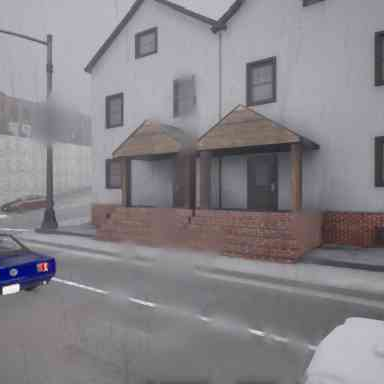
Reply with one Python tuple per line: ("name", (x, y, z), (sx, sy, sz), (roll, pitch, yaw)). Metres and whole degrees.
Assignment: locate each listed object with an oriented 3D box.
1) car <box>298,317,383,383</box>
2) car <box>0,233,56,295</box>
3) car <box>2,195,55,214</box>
("car", (3.019, 1.600, 1.827), (4.718, 1.301, 1.895), (0, 0, 36))
("car", (-5.306, 1.604, 7.767), (4.718, 1.301, 1.895), (0, 0, 36))
("car", (-14.329, 0.981, 29.253), (1.994, 1.385, 4.181), (0, 7, 35))
